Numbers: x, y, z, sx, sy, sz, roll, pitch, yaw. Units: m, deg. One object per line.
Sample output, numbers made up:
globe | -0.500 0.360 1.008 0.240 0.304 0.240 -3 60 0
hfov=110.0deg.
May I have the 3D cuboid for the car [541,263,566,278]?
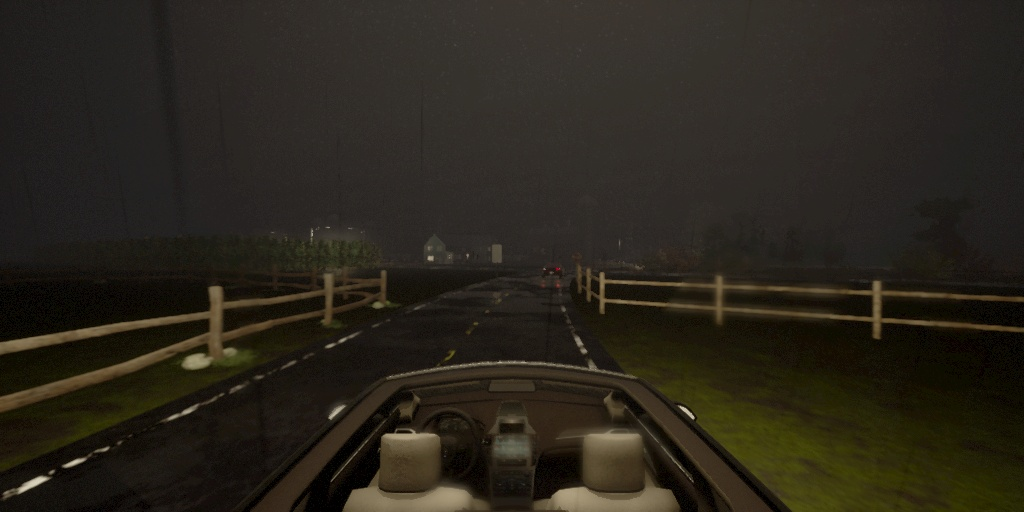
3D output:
car | 4.040 1.361 34.553 1.812 1.442 4.674 0 -1 13
